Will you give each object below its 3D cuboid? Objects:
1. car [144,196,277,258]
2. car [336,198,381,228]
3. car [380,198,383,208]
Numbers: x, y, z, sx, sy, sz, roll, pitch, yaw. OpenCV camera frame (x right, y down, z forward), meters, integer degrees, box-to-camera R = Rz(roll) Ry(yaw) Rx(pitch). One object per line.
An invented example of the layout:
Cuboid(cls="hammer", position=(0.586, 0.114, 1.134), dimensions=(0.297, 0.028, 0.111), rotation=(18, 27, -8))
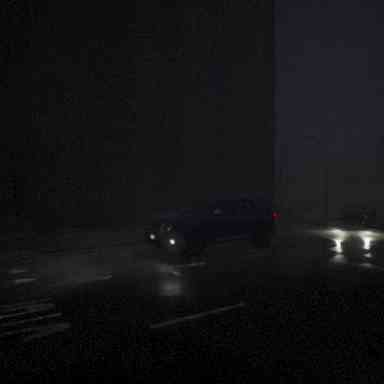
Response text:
Cuboid(cls="car", position=(0.917, 1.190, 13.046), dimensions=(5.566, 2.045, 2.150), rotation=(0, 0, -35))
Cuboid(cls="car", position=(10.849, 1.398, 21.722), dimensions=(1.882, 1.535, 5.008), rotation=(0, 0, 35))
Cuboid(cls="car", position=(22.900, 1.403, 42.184), dimensions=(1.994, 1.385, 4.181), rotation=(0, 0, -9))
